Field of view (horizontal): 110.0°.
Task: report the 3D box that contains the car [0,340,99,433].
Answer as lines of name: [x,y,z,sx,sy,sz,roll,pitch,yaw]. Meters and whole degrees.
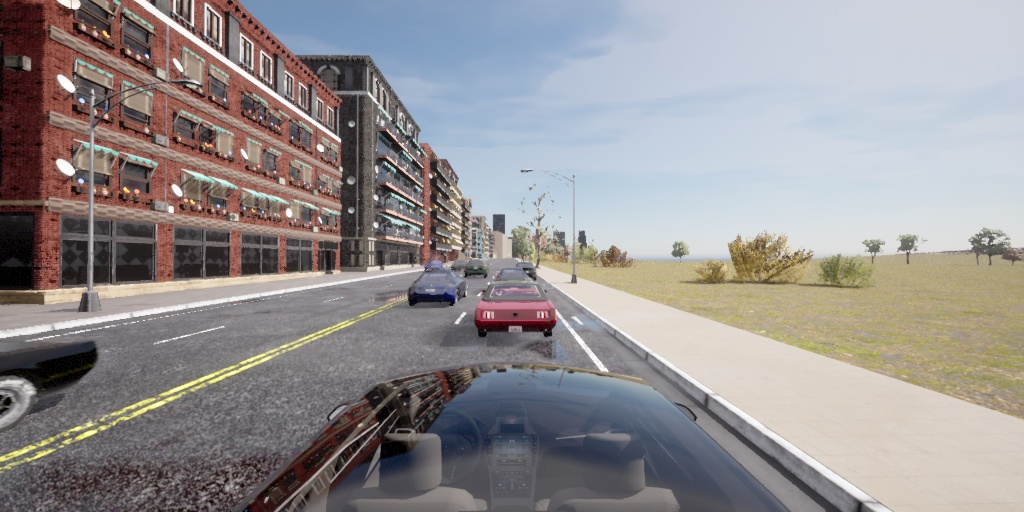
car: [-6.603,1.351,2.639,1.895,1.301,4.718,0,0,0]

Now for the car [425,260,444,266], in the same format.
car: [-9.987,1.272,46.283,1.812,1.442,4.674,0,0,0]

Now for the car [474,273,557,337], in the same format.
car: [0.074,1.351,10.246,1.895,1.301,4.718,0,0,0]

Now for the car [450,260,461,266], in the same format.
car: [-6.736,1.252,46.207,1.837,1.490,4.892,0,0,0]

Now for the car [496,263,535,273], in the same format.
car: [0.034,1.314,20.277,1.994,1.385,4.181,0,0,0]

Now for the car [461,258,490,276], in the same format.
car: [-3.245,1.100,34.194,2.097,1.767,4.553,0,0,0]

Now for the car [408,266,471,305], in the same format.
car: [-3.196,1.315,15.991,1.994,1.385,4.181,0,0,0]

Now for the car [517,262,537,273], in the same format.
car: [1.049,1.255,30.271,1.837,1.490,4.892,0,0,0]
